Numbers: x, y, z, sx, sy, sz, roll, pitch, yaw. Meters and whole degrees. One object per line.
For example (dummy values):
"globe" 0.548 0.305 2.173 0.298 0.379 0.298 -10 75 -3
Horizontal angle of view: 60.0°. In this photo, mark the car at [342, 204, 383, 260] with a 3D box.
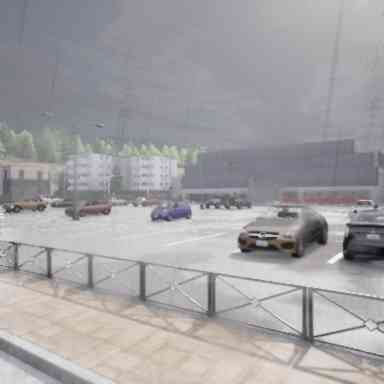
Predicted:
"car" 6.287 1.346 11.067 2.007 1.523 4.514 -1 0 35

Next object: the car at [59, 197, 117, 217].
"car" -9.809 1.549 31.644 2.007 1.523 4.514 -1 0 35

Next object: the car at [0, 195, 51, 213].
"car" -19.618 1.471 39.357 1.932 1.855 4.605 -1 0 35

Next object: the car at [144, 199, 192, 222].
"car" -1.638 1.471 25.891 1.845 1.501 3.633 -1 0 35

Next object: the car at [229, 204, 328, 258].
"car" 3.685 1.368 12.820 2.152 1.636 5.027 -1 0 35

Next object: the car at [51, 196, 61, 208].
"car" -19.580 1.737 51.537 2.007 1.523 4.514 -1 0 35

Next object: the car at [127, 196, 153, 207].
"car" -7.096 1.490 51.816 2.152 1.636 5.027 -1 0 35

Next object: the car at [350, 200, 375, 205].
"car" 14.487 1.414 28.043 1.970 1.475 3.806 -1 0 35

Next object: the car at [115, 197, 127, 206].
"car" -12.543 1.632 55.223 1.970 1.475 3.806 -1 0 35

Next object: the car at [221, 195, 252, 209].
"car" 6.014 1.279 43.171 1.932 1.855 4.605 -1 0 35

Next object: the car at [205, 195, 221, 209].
"car" 3.395 1.287 44.495 1.905 1.878 3.866 -1 0 35
